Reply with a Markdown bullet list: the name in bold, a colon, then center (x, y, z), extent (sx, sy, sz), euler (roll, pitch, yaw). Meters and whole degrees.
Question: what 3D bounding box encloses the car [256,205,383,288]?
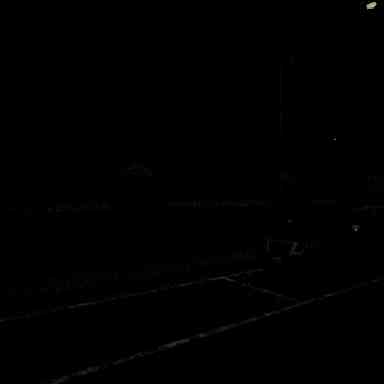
- **car**: center (4.086, 1.313, 9.455), extent (5.009, 1.841, 2.192), euler (0, 0, -36)
